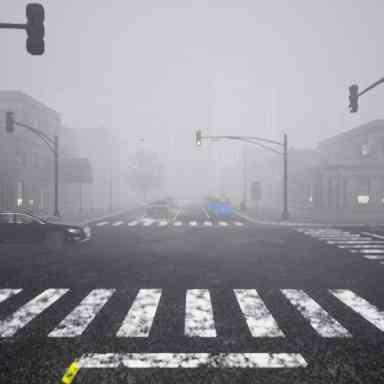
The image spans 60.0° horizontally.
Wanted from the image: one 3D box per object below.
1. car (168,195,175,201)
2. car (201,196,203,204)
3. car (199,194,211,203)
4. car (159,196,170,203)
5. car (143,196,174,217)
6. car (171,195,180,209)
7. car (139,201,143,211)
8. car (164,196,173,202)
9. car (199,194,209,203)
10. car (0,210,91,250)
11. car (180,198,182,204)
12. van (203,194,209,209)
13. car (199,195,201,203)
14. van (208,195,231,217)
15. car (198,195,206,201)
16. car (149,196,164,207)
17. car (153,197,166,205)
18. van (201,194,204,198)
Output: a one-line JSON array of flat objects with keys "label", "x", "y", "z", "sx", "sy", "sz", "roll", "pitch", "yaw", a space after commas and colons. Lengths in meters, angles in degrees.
[{"label": "car", "x": -5.661, "y": 1.624, "z": 91.747, "sx": 1.752, "sy": 1.417, "sz": 4.829, "roll": 0, "pitch": 0, "yaw": 0}, {"label": "car", "x": 2.705, "y": 1.568, "z": 47.722, "sx": 1.887, "sy": 1.381, "sz": 4.507, "roll": 0, "pitch": 0, "yaw": 0}, {"label": "car", "x": 2.711, "y": 1.371, "z": 69.811, "sx": 2.192, "sy": 1.841, "sz": 5.009, "roll": 0, "pitch": 0, "yaw": 0}, {"label": "car", "x": -5.668, "y": 1.600, "z": 69.830, "sx": 1.887, "sy": 1.381, "sz": 4.507, "roll": 0, "pitch": 0, "yaw": 0}, {"label": "car", "x": -3.088, "y": 1.486, "z": 31.724, "sx": 1.882, "sy": 1.535, "sz": 5.008, "roll": 0, "pitch": 0, "yaw": 1}, {"label": "car", "x": -3.076, "y": 1.372, "z": 45.002, "sx": 2.097, "sy": 1.767, "sz": 4.553, "roll": 0, "pitch": 0, "yaw": 0}, {"label": "car", "x": -5.678, "y": 1.542, "z": 42.051, "sx": 1.752, "sy": 1.417, "sz": 4.829, "roll": 0, "pitch": 0, "yaw": 0}, {"label": "car", "x": -5.665, "y": 1.621, "z": 80.874, "sx": 1.887, "sy": 1.381, "sz": 4.507, "roll": 0, "pitch": 0, "yaw": 0}, {"label": "car", "x": 2.713, "y": 1.380, "z": 75.333, "sx": 2.192, "sy": 1.841, "sz": 5.009, "roll": 0, "pitch": 0, "yaw": 0}, {"label": "car", "x": -6.685, "y": 1.497, "z": 13.574, "sx": 4.902, "sy": 1.511, "sz": 2.128, "roll": 0, "pitch": 0, "yaw": 0}, {"label": "car", "x": -2.989, "y": 1.648, "z": 64.459, "sx": 1.895, "sy": 1.301, "sz": 4.718, "roll": 0, "pitch": 0, "yaw": 0}, {"label": "van", "x": 2.702, "y": 1.358, "z": 42.201, "sx": 1.690, "sy": 1.788, "sz": 3.998, "roll": 0, "pitch": 0, "yaw": 0}, {"label": "car", "x": 2.708, "y": 1.564, "z": 58.937, "sx": 1.752, "sy": 1.417, "sz": 4.829, "roll": 0, "pitch": 0, "yaw": 0}, {"label": "van", "x": 2.698, "y": 1.349, "z": 31.158, "sx": 1.690, "sy": 1.788, "sz": 3.998, "roll": 0, "pitch": 0, "yaw": 0}, {"label": "car", "x": 2.719, "y": 1.644, "z": 91.897, "sx": 1.887, "sy": 1.381, "sz": 4.507, "roll": 0, "pitch": 0, "yaw": 0}, {"label": "car", "x": -5.674, "y": 1.471, "z": 53.266, "sx": 1.967, "sy": 1.590, "sz": 4.097, "roll": 0, "pitch": 0, "yaw": 0}, {"label": "car", "x": -5.673, "y": 1.583, "z": 58.788, "sx": 1.887, "sy": 1.381, "sz": 4.507, "roll": 0, "pitch": 0, "yaw": 0}, {"label": "van", "x": 2.706, "y": 1.372, "z": 53.245, "sx": 1.690, "sy": 1.788, "sz": 3.998, "roll": 0, "pitch": 0, "yaw": 0}]
